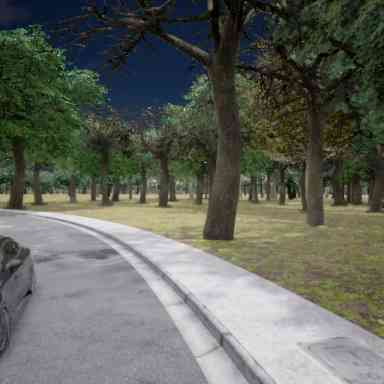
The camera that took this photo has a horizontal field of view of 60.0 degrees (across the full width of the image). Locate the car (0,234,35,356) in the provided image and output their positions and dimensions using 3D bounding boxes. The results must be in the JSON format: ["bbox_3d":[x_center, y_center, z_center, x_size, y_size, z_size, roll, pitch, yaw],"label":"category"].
[{"bbox_3d":[-3.944,1.524,5.791,1.812,1.442,4.674,0,0,-18],"label":"car"}]
